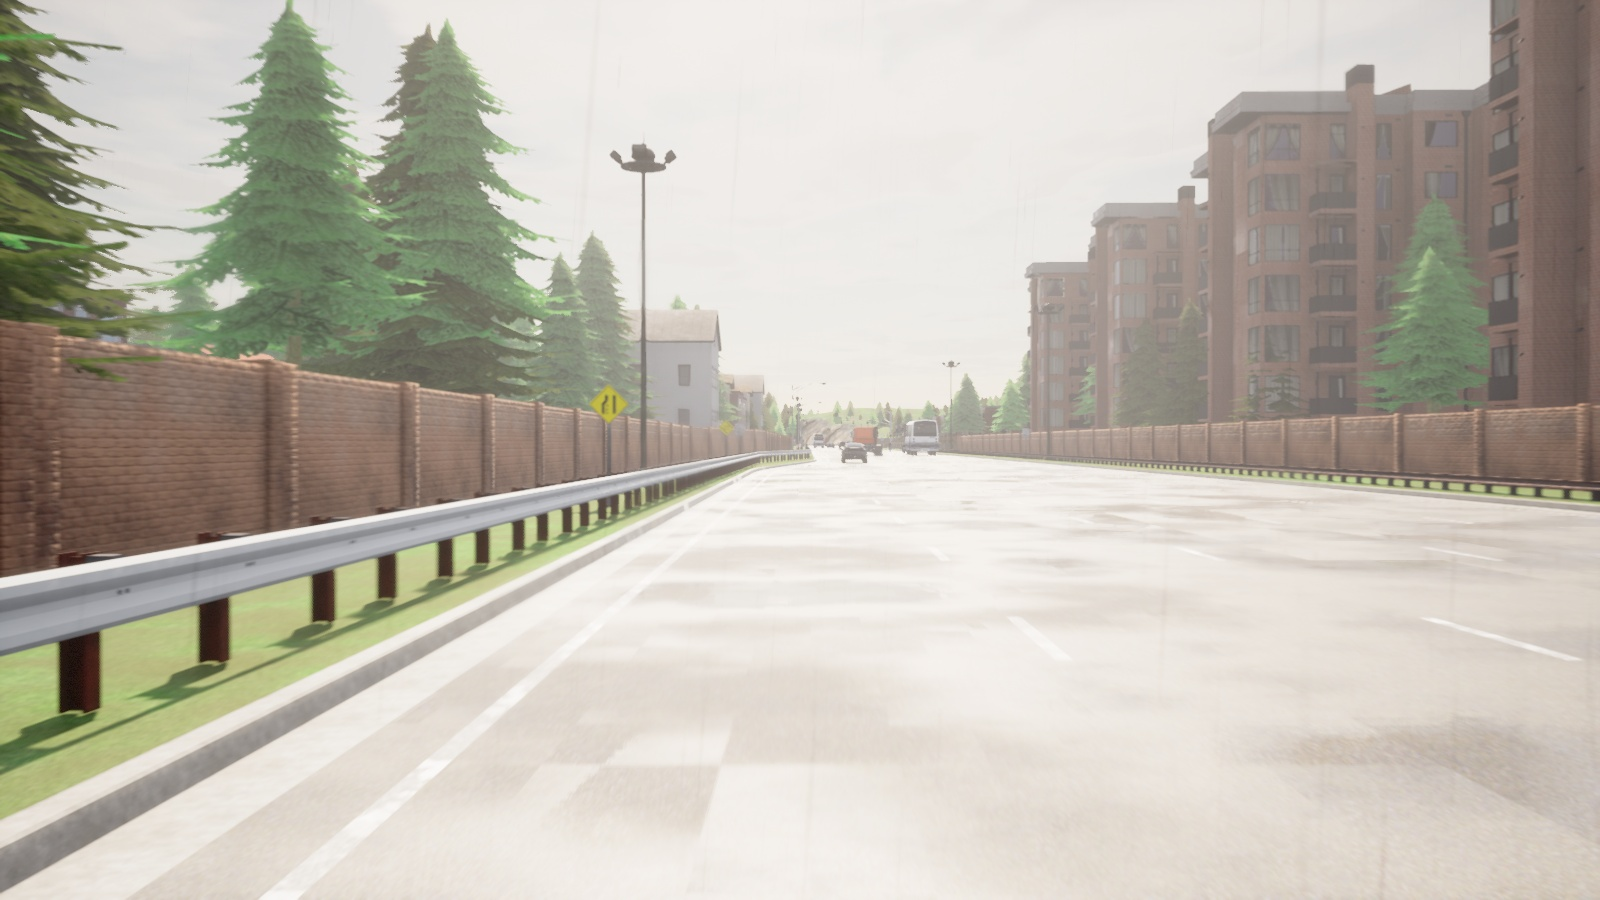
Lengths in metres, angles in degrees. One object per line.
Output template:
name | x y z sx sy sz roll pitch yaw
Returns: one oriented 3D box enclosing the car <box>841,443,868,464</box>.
car | 4.050 0.230 94.126 1.837 1.490 4.892 0 0 0
